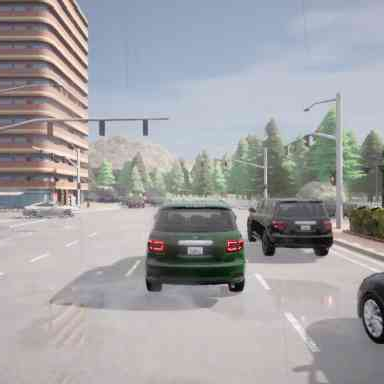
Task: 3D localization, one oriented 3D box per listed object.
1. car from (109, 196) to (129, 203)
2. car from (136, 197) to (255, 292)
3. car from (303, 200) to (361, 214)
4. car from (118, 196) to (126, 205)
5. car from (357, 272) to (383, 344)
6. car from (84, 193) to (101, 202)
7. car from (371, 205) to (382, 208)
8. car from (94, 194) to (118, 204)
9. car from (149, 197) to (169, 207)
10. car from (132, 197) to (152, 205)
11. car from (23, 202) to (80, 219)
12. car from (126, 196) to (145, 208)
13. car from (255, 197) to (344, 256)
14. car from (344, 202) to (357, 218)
[{"bbox_3d":[-15.128,1.553,68.731,4.181,1.385,1.994,0,0,45],"label":"car"},{"bbox_3d":[0.087,1.221,9.077,2.150,2.045,5.566,0,0,0],"label":"car"},{"bbox_3d":[14.956,1.603,35.793,5.357,1.411,2.033,0,0,4],"label":"car"},{"bbox_3d":[-10.514,1.505,55.673,1.837,1.490,4.892,0,0,-26],"label":"car"},{"bbox_3d":[3.608,1.505,3.515,1.837,1.490,4.892,0,0,0],"label":"car"},{"bbox_3d":[-23.076,1.524,74.700,4.674,1.442,1.812,0,0,31],"label":"car"},{"bbox_3d":[19.221,1.656,32.270,4.718,1.301,1.895,0,0,1],"label":"car"},{"bbox_3d":[-16.755,1.601,65.191,1.895,1.301,4.718,0,0,-42],"label":"car"},{"bbox_3d":[-5.307,1.547,52.079,2.033,1.411,5.357,0,0,-18],"label":"car"},{"bbox_3d":[-9.232,1.601,60.831,1.895,1.301,4.718,0,0,-31],"label":"car"},{"bbox_3d":[-12.384,1.569,29.388,4.674,1.442,1.812,-1,0,-5],"label":"car"},{"bbox_3d":[-7.922,1.352,47.258,2.097,1.767,4.553,0,0,-13],"label":"car"},{"bbox_3d":[3.614,1.221,13.212,2.150,2.045,5.566,0,0,0],"label":"car"},{"bbox_3d":[11.705,1.604,28.642,5.357,1.411,2.033,0,0,1],"label":"car"}]
